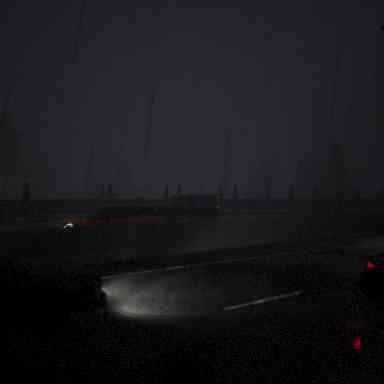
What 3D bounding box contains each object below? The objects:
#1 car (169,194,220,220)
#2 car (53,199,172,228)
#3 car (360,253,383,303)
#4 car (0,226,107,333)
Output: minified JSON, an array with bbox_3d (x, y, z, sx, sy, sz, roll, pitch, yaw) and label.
[{"bbox_3d":[-0.670,1.190,23.687,5.566,2.045,2.150,0,0,-27],"label":"car"},{"bbox_3d":[-3.443,1.317,13.981,4.553,1.767,2.097,0,0,-32],"label":"car"},{"bbox_3d":[5.451,1.561,6.870,4.181,1.385,1.994,0,0,-30],"label":"car"},{"bbox_3d":[-4.133,1.526,5.042,5.357,1.411,2.033,0,0,-35],"label":"car"}]
